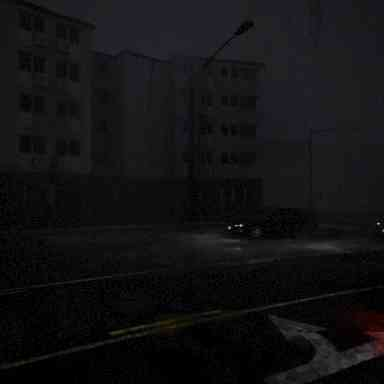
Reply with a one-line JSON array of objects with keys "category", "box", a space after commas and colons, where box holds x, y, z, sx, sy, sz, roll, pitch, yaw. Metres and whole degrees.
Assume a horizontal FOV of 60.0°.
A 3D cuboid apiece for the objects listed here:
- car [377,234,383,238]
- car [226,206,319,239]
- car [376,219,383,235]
[{"category": "car", "box": [5.874, 1.562, 6.323, 4.181, 1.385, 1.994, 0, 0, -24]}, {"category": "car", "box": [4.138, 1.503, 17.105, 4.892, 1.490, 1.837, 0, 0, -19]}, {"category": "car", "box": [10.993, 1.492, 15.531, 4.902, 1.511, 2.128, 0, 0, -15]}]
